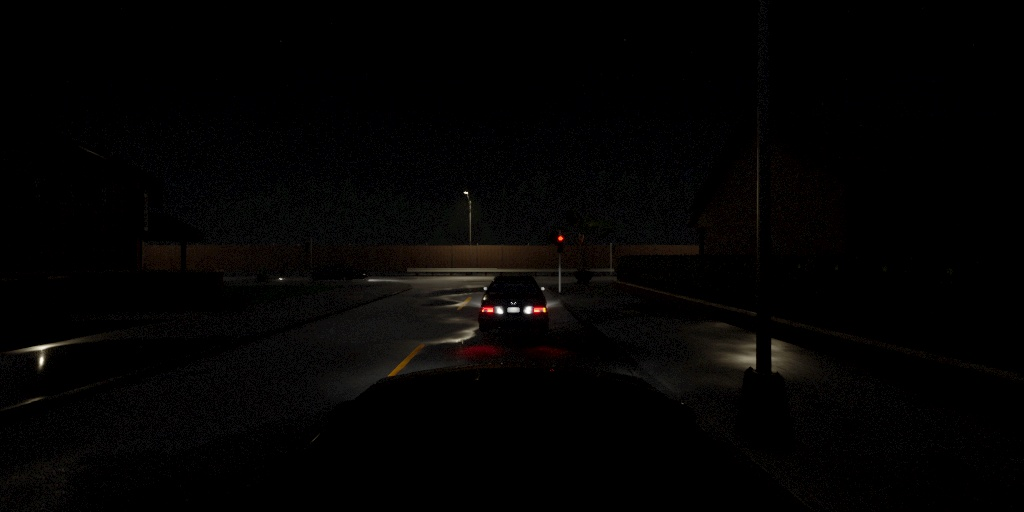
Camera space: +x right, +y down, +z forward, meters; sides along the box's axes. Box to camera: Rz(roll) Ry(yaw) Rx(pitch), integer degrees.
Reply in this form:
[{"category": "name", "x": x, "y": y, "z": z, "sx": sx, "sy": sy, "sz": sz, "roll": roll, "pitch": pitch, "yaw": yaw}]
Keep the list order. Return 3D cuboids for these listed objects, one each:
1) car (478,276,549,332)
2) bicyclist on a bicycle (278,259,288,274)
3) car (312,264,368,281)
[{"category": "car", "x": 0.058, "y": 1.297, "z": 10.836, "sx": 2.033, "sy": 1.411, "sz": 5.357, "roll": 0, "pitch": 0, "yaw": 1}, {"category": "bicyclist on a bicycle", "x": -23.971, "y": 1.099, "z": 37.490, "sx": 0.582, "sy": 1.620, "sz": 1.656, "roll": 0, "pitch": 0, "yaw": 0}, {"category": "car", "x": -13.991, "y": 1.314, "z": 29.074, "sx": 4.181, "sy": 1.385, "sz": 1.994, "roll": 0, "pitch": 0, "yaw": 0}]
